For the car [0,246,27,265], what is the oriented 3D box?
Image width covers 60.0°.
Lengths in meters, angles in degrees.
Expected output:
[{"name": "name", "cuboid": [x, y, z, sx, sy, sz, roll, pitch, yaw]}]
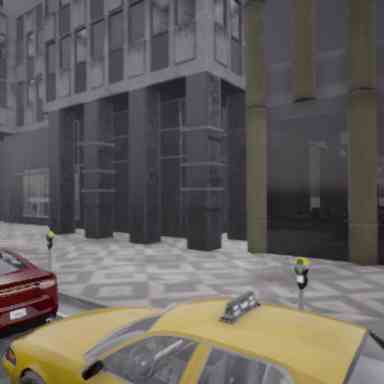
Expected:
[{"name": "car", "cuboid": [-4.271, 1.613, 6.012, 4.507, 1.381, 1.887, -1, 0, 36]}]

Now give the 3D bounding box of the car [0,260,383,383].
[{"name": "car", "cuboid": [0.181, 1.539, 2.833, 4.829, 1.417, 1.752, -1, 0, 36]}]
